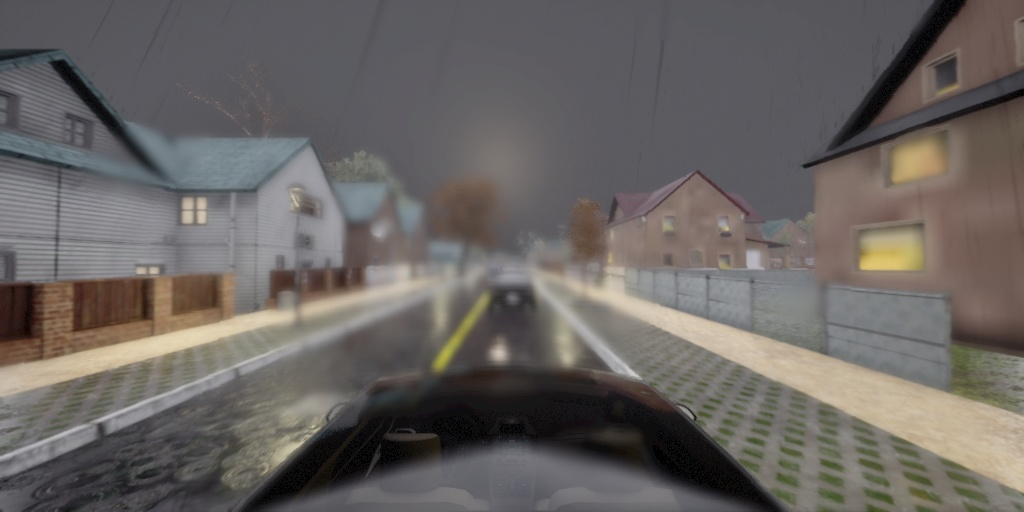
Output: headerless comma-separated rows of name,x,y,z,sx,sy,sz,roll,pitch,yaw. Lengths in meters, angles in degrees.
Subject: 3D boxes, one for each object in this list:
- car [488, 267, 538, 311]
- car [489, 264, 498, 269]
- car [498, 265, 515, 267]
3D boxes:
car,0.049,1.402,15.393,1.882,1.535,5.008,0,0,0
car,-2.821,2.121,59.473,1.882,1.535,5.008,0,-1,0
car,0.045,1.619,30.423,1.882,1.535,5.008,0,0,0
